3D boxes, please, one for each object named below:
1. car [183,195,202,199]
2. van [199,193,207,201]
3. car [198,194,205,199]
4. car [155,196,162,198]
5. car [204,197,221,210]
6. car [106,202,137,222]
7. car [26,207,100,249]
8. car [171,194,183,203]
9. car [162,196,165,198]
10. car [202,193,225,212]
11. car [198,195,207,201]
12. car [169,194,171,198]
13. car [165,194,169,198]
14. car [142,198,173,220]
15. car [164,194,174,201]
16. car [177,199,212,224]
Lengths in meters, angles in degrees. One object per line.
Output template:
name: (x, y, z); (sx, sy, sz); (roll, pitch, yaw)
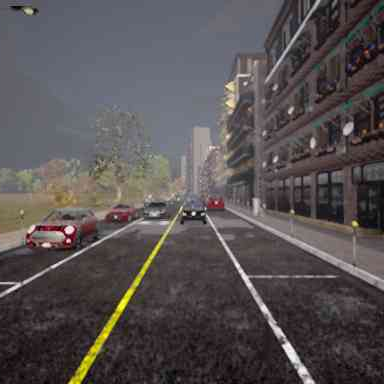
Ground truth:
car: (0.100, 1.433, 41.463); (1.812, 1.442, 4.674); (0, 0, 0)
van: (2.575, 1.179, 77.042); (1.690, 1.788, 3.998); (1, 0, 0)
car: (2.573, 1.355, 94.025); (1.887, 1.381, 4.507); (1, 0, 0)
car: (-5.307, 1.456, 42.404); (2.008, 1.369, 4.403); (1, 0, 0)
car: (2.574, 1.449, 43.077); (1.887, 1.381, 4.507); (1, 0, 0)
car: (-5.307, 1.487, 25.442); (1.887, 1.381, 4.507); (1, 0, 0)
car: (-5.305, 1.408, 14.134); (1.967, 1.590, 4.097); (1, 0, 0)
car: (-2.755, 1.212, 67.463); (2.097, 1.767, 4.553); (0, 0, 0)
car: (-5.307, 1.476, 48.058); (1.802, 1.307, 4.206); (1, 0, 0)
car: (2.576, 1.231, 37.415); (2.192, 1.841, 5.009); (1, 0, 0)
car: (2.573, 1.394, 82.703); (1.947, 1.339, 4.313); (1, 0, 0)
car: (-5.307, 1.423, 59.366); (2.008, 1.369, 4.403); (1, 0, 0)
car: (-5.307, 1.428, 53.712); (1.887, 1.381, 4.507); (1, 0, 0)
car: (-2.848, 1.463, 27.513); (1.812, 1.442, 4.674); (0, 0, 0)
car: (-5.306, 1.280, 76.327); (1.967, 1.590, 4.097); (1, 0, 0)
car: (0.100, 1.492, 24.361); (2.033, 1.411, 5.357); (0, 0, 0)
